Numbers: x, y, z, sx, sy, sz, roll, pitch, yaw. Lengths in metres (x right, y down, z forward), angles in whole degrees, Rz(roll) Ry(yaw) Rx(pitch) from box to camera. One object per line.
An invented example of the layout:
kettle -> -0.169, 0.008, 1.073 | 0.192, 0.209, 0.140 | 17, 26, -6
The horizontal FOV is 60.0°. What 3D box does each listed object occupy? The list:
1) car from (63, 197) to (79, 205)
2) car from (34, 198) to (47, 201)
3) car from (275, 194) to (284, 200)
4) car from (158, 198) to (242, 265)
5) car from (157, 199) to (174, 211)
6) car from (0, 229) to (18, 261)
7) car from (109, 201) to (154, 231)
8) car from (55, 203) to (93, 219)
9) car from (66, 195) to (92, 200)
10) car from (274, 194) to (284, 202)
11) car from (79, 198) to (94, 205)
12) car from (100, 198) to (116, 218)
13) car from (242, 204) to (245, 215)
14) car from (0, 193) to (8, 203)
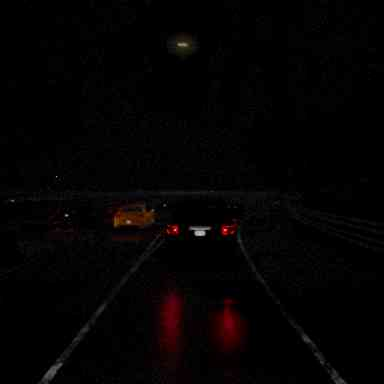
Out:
car -> -27.987, 2.004, 77.252 | 2.097, 1.767, 4.553 | 0, -1, 0
car -> -27.993, 1.886, 61.483 | 1.812, 1.442, 4.674 | 0, -1, 0
car -> 23.519, 1.294, 89.014 | 2.128, 1.511, 4.902 | -1, 1, 16
car -> 0.385, 1.233, 11.870 | 2.150, 2.045, 5.566 | 0, 0, 3
car -> -3.491, 1.712, 44.851 | 1.994, 1.385, 4.181 | 0, -1, 0
car -> -6.899, 1.504, 9.477 | 2.128, 1.511, 4.902 | 0, 0, 0
car -> -3.496, 1.504, 20.790 | 1.882, 1.535, 5.008 | 0, 0, 0
car -> -10.395, 1.649, 29.807 | 1.895, 1.301, 4.718 | 0, 0, 0
car -> -20.999, 1.584, 61.677 | 2.150, 2.045, 5.566 | 0, -1, 0
car -> 20.570, 1.554, 79.378 | 1.837, 1.490, 4.892 | -1, 1, 17
car -> -24.486, 2.127, 77.253 | 1.882, 1.535, 5.008 | 0, -1, 0
car -> -6.894, 1.529, 30.674 | 1.882, 1.535, 5.008 | 0, 0, 0
car -> 3.897, 1.557, 31.599 | 2.128, 1.511, 4.902 | -1, -1, 15
car -> -43.290, 1.310, 74.902 | 2.150, 2.045, 5.566 | 1, 0, -16
